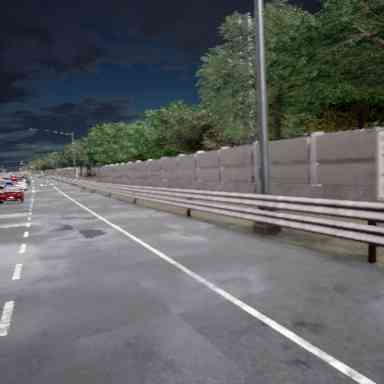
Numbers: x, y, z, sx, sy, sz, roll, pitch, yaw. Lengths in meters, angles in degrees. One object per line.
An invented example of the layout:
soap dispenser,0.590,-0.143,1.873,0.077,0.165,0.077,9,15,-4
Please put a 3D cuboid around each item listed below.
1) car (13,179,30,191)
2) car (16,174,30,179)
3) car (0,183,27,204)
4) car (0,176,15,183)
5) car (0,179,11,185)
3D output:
car,-27.693,-0.919,53.988,1.812,1.442,4.674,-4,5,-25
car,-37.015,-2.386,73.458,2.150,2.045,5.566,-4,5,-25
car,-17.814,0.226,33.044,1.882,1.535,5.008,-4,4,-25
car,-41.542,-2.066,74.856,1.882,1.535,5.008,-4,5,-25
car,-34.293,-1.039,59.743,1.895,1.301,4.718,-4,5,-25
